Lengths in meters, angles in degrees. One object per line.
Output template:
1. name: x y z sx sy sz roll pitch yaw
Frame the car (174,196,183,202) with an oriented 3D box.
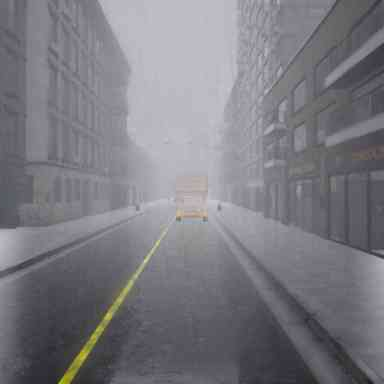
1. car: -3.000 1.514 75.933 1.994 1.385 4.181 0 0 0

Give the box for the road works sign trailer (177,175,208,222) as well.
1. road works sign trailer: 0.000 0.446 26.098 2.380 3.560 2.880 0 0 0
